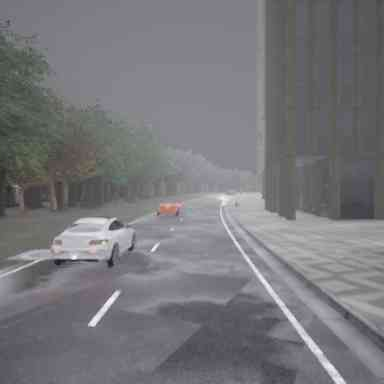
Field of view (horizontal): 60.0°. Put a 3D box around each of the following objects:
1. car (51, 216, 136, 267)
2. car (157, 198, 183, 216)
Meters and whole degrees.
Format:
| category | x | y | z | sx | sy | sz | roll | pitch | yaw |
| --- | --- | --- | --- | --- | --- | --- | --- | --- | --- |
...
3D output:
| category | x | y | z | sx | sy | sz | roll | pitch | yaw |
| --- | --- | --- | --- | --- | --- | --- | --- | --- | --- |
| car | -3.217 | 1.571 | 11.554 | 1.812 | 1.442 | 4.674 | 0 | 0 | 1 |
| car | -2.164 | 1.410 | 33.653 | 2.097 | 1.767 | 4.553 | 0 | 1 | 4 |
